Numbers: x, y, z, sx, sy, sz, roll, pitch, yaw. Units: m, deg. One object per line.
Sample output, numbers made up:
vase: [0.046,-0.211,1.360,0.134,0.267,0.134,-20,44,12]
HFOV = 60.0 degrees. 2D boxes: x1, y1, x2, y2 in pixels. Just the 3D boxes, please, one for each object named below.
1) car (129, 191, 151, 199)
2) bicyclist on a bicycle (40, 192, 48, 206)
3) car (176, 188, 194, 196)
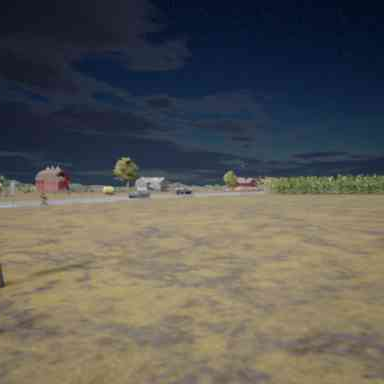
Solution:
car: [-9.275,0.418,59.617,1.994,1.385,4.181,2,2,36]
bicyclist on a bicycle: [-18.018,0.858,40.374,1.656,1.620,0.582,0,1,35]
car: [-1.518,-0.035,70.598,1.837,1.490,4.892,2,2,35]
